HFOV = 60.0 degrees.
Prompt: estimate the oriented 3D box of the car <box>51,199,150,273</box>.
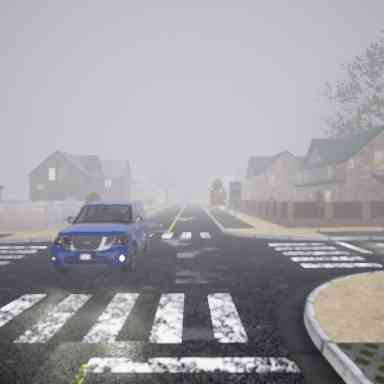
[{"bbox_3d":[-2.766,1.315,11.379,2.150,2.045,5.566,0,0,0],"label":"car"}]
